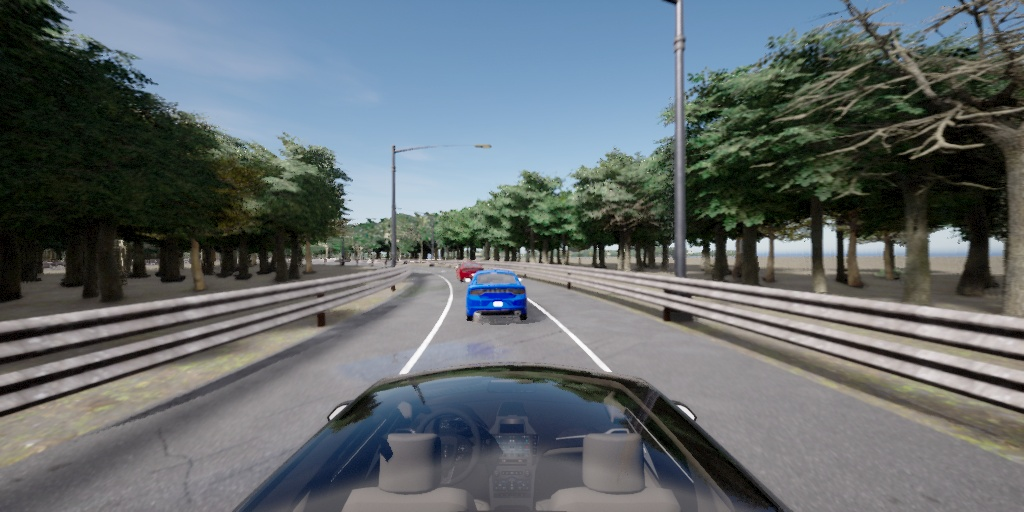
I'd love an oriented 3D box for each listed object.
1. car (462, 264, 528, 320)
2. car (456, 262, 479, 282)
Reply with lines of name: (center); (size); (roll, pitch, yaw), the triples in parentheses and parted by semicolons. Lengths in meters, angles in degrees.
car: (-0.624, 1.218, 12.662); (1.882, 1.535, 5.008); (0, 0, -5)
car: (-3.415, 1.222, 28.692); (1.882, 1.535, 5.008); (0, 0, -14)
